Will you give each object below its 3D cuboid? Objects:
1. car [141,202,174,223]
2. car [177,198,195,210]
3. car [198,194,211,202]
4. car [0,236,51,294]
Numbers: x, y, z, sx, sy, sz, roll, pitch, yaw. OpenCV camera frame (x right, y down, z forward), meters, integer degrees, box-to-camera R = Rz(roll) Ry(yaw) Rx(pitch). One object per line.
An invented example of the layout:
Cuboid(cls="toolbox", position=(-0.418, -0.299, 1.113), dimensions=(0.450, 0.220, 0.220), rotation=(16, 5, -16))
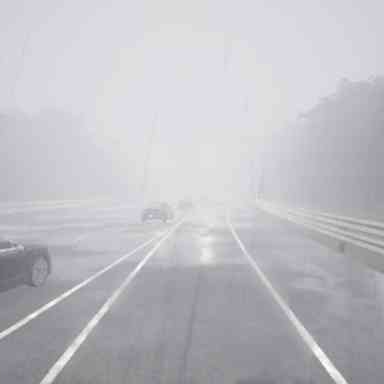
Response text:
Cuboid(cls="car", position=(-2.597, 1.509, 25.424), dimensions=(1.812, 1.442, 4.674), rotation=(0, 0, 6))
Cuboid(cls="car", position=(-0.705, 1.493, 43.345), dimensions=(1.812, 1.442, 4.674), rotation=(0, 0, 6))
Cuboid(cls="car", position=(2.355, 1.441, 72.341), dimensions=(2.128, 1.511, 4.902), rotation=(0, 0, 6))
Cuboid(cls="car", position=(-4.601, 1.483, 6.419), dimensions=(2.128, 1.511, 4.902), rotation=(0, 0, 6))
